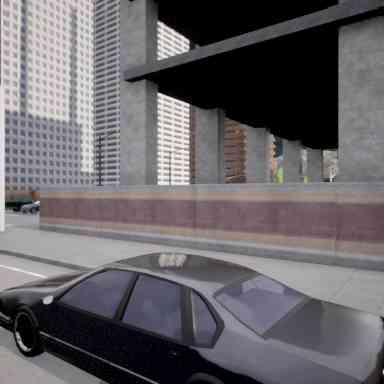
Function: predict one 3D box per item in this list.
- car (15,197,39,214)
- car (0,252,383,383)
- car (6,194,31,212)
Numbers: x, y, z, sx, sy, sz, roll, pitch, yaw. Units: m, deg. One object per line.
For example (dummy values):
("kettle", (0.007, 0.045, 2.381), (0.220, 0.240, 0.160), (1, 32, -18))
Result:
("car", (-15.744, 1.526, 35.357), (1.812, 1.442, 4.674), (0, 0, 36))
("car", (-0.417, 1.547, 4.288), (5.357, 1.411, 2.033), (0, 0, 35))
("car", (-19.885, 1.221, 35.634), (2.150, 2.045, 5.566), (0, 0, 36))
